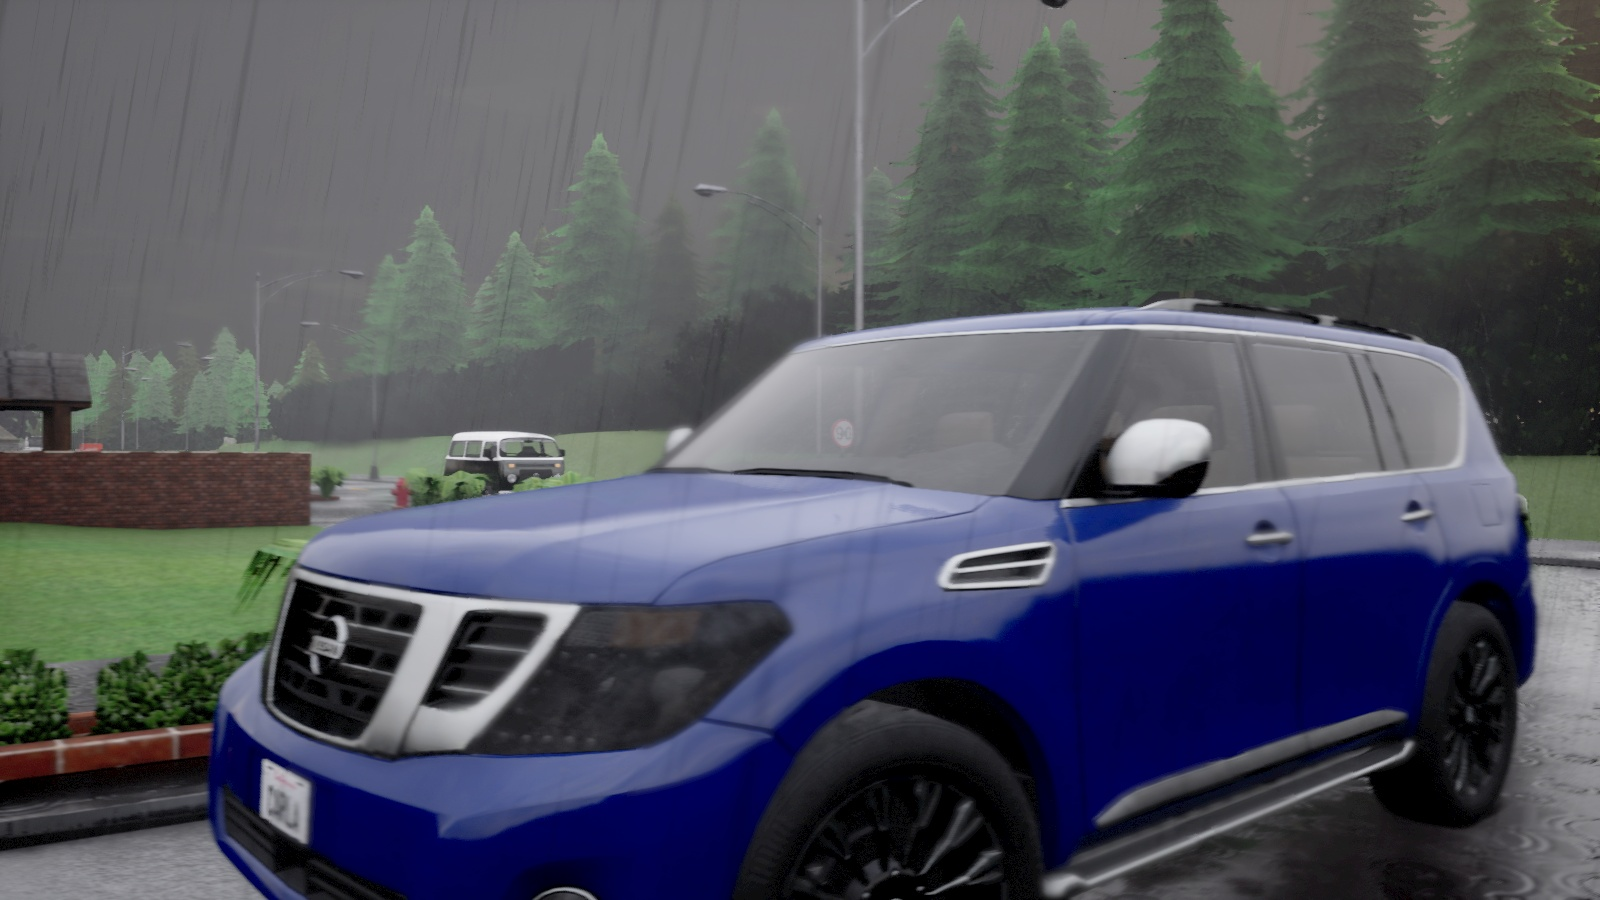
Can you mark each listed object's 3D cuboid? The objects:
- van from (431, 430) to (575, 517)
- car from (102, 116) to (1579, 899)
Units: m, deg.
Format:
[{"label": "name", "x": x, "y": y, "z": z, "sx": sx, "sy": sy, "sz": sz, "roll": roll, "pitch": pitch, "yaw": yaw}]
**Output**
[{"label": "van", "x": -7.620, "y": 0.563, "z": 31.962, "sx": 2.069, "sy": 2.038, "sz": 4.480, "roll": 0, "pitch": 0, "yaw": -35}, {"label": "car", "x": 0.754, "y": 0.474, "z": 4.710, "sx": 5.566, "sy": 2.045, "sz": 2.150, "roll": 0, "pitch": 0, "yaw": -41}]
